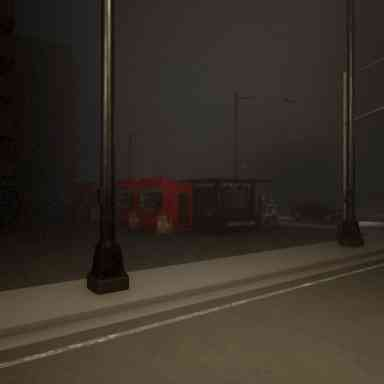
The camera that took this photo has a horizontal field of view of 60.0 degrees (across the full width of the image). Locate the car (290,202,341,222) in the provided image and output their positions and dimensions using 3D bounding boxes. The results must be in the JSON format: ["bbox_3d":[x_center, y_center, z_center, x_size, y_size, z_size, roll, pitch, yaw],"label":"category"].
[{"bbox_3d":[10.484,1.612,27.571,1.837,1.490,4.892,0,-1,-36],"label":"car"}]
